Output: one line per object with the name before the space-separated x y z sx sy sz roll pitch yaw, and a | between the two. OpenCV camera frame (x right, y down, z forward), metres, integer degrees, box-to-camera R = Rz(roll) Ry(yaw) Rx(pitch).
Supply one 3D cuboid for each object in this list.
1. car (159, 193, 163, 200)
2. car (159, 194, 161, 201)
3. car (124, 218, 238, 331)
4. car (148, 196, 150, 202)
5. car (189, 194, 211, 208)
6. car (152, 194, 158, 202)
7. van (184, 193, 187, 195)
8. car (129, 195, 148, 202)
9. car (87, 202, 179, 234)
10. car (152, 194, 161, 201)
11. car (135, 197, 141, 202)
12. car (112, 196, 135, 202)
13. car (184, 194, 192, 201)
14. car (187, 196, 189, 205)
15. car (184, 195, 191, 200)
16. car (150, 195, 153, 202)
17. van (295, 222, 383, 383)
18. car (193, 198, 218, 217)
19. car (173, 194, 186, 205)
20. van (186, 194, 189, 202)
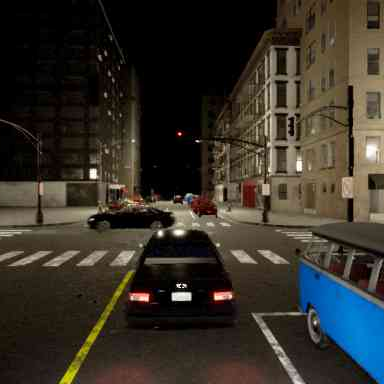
car | -8.752 1.304 78.870 2.192 1.841 5.009 0 0 -2
car | -8.518 1.572 73.466 1.802 1.307 4.206 0 0 -2
car | -0.260 1.547 7.278 2.033 1.411 5.357 0 0 -2
car | -7.341 1.524 46.274 1.752 1.417 4.829 0 0 -2
car | 1.137 1.315 35.982 2.192 1.841 5.009 0 0 -2
car | -8.050 1.545 62.657 2.008 1.369 4.403 0 0 -2
van | -0.501 1.331 73.813 1.690 1.788 3.998 0 0 -2
car | -7.114 1.315 41.039 2.192 1.841 5.009 0 0 -2
car | -3.335 1.487 18.681 4.902 1.511 2.128 0 0 -3
car | -8.986 1.427 84.275 1.967 1.590 4.097 0 0 -2
car | -6.873 1.525 35.465 1.752 1.417 4.829 0 0 -2
car | -6.646 1.440 30.231 1.967 1.590 4.097 0 0 -2
car | -0.969 1.427 84.622 1.967 1.590 4.097 0 0 -2
car | 0.669 1.544 46.791 1.887 1.381 4.507 0 0 -2
car | -1.203 1.530 90.026 1.887 1.381 4.507 0 0 -2
car | -7.582 1.564 51.848 1.947 1.339 4.313 0 0 -2
van | 2.534 1.341 3.723 1.690 1.788 3.998 0 0 -2
car | 1.371 1.545 30.578 1.887 1.381 4.507 0 0 -2
car | -2.571 1.543 60.650 2.033 1.411 5.357 0 0 -2
van | 0.435 1.339 52.196 1.690 1.788 3.998 0 0 -2
